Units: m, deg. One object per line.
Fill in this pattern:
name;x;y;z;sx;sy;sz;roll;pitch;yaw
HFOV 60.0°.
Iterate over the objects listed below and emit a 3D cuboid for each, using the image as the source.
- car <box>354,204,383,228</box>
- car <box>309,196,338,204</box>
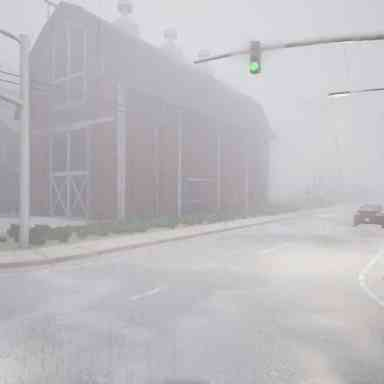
car;12.123;1.548;22.256;1.812;1.442;4.674;0;0;36
car;22.061;1.483;56.348;4.892;1.490;1.837;0;0;40
